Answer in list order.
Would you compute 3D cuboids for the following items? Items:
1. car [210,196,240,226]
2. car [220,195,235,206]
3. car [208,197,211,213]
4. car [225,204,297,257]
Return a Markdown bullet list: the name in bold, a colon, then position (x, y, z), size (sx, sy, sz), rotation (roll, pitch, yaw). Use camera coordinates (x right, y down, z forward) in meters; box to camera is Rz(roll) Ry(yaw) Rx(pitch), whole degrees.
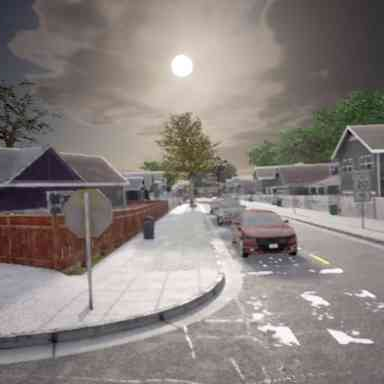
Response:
- **car**: position (2.698, 1.373, 23.680), size (2.097, 1.767, 4.553), rotation (-2, 0, 1)
- **car**: position (5.928, 1.399, 56.300), size (2.097, 1.767, 4.553), rotation (-2, 0, 0)
- **car**: position (2.822, 1.572, 35.843), size (1.837, 1.490, 4.892), rotation (-2, 0, 1)
- **car**: position (2.621, 1.464, 13.138), size (1.882, 1.535, 5.008), rotation (-2, 0, 1)
